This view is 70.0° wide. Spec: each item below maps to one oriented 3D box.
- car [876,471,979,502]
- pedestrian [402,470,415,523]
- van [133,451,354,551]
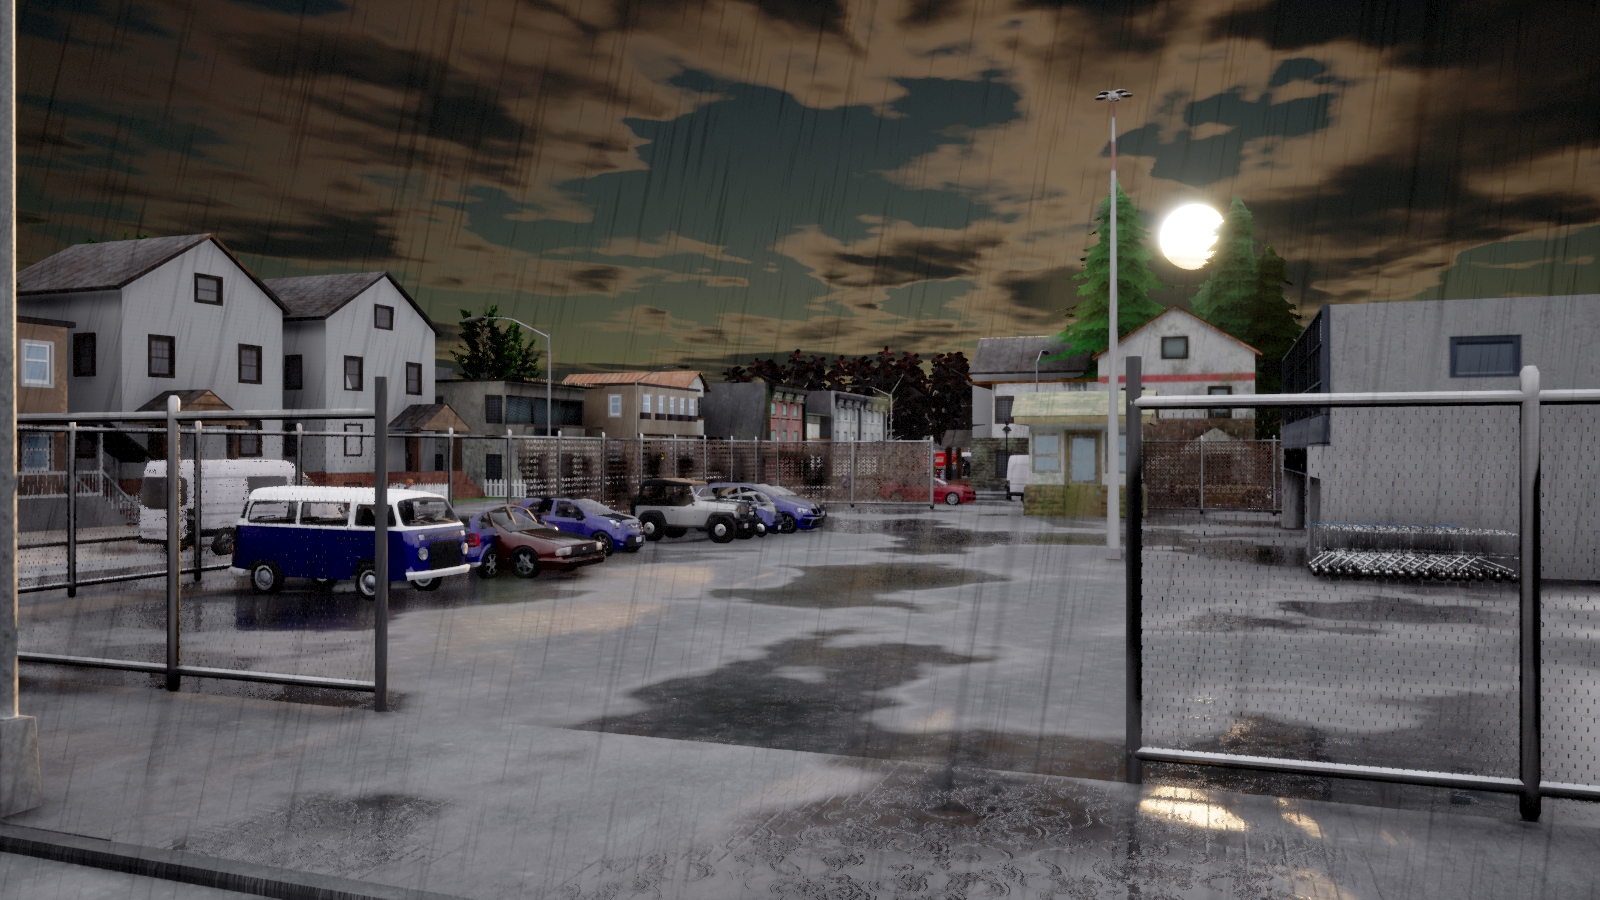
[{"bbox_3d":[6.522,1.843,58.394,4.892,1.480,2.231,0,0,19],"label":"car"},{"bbox_3d":[-13.785,1.633,40.208,0.375,1.860,0.375,0,0,-29],"label":"pedestrian"},{"bbox_3d":[-15.577,1.319,32.476,1.988,2.561,5.915,0,0,20],"label":"van"}]
